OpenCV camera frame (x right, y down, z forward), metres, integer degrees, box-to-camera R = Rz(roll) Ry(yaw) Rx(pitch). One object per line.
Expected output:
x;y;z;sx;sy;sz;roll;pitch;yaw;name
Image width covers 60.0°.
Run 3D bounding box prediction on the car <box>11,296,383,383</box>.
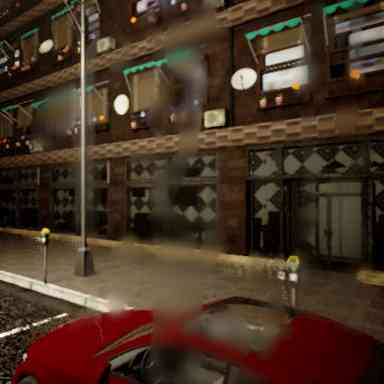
0.222;1.582;2.719;4.206;1.307;1.802;0;0;36;car
